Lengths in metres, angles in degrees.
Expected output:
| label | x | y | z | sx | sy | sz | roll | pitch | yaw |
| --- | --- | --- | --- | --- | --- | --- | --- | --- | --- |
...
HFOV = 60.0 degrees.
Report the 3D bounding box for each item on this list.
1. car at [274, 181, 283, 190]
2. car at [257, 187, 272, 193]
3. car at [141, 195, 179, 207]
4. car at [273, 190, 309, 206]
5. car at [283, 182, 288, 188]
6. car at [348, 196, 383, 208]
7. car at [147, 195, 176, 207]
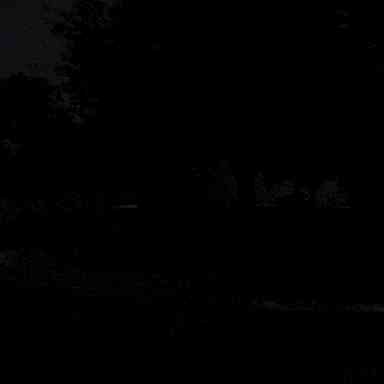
| label | x | y | z | sx | sy | sz | roll | pitch | yaw |
| --- | --- | --- | --- | --- | --- | --- | --- | --- | --- |
| car | 21.103 | -1.368 | 85.309 | 1.946 | 1.575 | 5.366 | 0 | 4 | 27 |
| car | 16.133 | -0.597 | 75.473 | 1.946 | 1.575 | 5.366 | 0 | 4 | 27 |
| car | -4.301 | 1.182 | 44.627 | 4.892 | 1.490 | 1.837 | 0 | 0 | -19 |
| car | 12.980 | 0.909 | 43.705 | 4.553 | 1.767 | 2.097 | 0 | 0 | 29 |
| car | 23.707 | -2.019 | 90.467 | 2.435 | 2.045 | 5.566 | 0 | 4 | 27 |
| car | 18.913 | 1.102 | 35.202 | 1.812 | 1.442 | 4.674 | -1 | 0 | -26 |
| car | -3.228 | 1.290 | 41.599 | 4.718 | 1.301 | 1.895 | -1 | 0 | -18 |
